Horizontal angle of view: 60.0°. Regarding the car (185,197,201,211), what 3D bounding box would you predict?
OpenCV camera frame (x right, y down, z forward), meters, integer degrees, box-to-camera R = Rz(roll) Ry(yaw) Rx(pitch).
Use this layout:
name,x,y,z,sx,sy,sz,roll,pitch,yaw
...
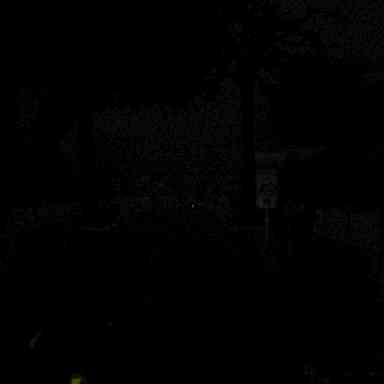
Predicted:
name,x,y,z,sx,sy,sz,roll,pitch,yaw
car,0.112,1.585,40.101,1.994,1.385,4.181,0,0,0

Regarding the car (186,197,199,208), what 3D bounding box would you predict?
name,x,y,z,sx,sy,sz,roll,pitch,yaw
car,0.024,1.578,50.136,1.837,1.490,4.892,0,0,0
